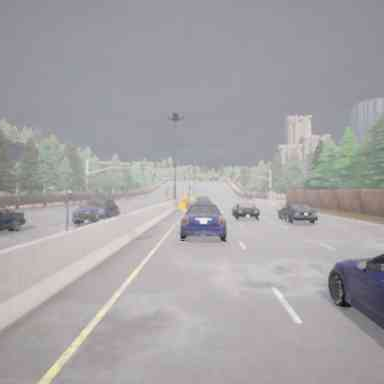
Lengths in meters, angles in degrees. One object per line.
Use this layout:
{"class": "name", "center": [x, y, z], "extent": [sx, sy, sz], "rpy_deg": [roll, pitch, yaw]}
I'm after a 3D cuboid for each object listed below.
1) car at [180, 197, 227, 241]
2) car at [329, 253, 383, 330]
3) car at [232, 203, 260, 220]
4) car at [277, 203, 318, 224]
{"class": "car", "center": [0.566, 1.312, 16.638], "extent": [2.097, 1.767, 4.553], "rpy_deg": [1, 0, 2]}
{"class": "car", "center": [3.700, 1.549, 4.973], "extent": [1.812, 1.442, 4.674], "rpy_deg": [0, 0, 1]}
{"class": "car", "center": [4.436, 1.568, 28.081], "extent": [1.895, 1.301, 4.718], "rpy_deg": [1, 0, 2]}
{"class": "car", "center": [7.842, 1.556, 25.148], "extent": [2.033, 1.411, 5.357], "rpy_deg": [1, 0, 2]}
